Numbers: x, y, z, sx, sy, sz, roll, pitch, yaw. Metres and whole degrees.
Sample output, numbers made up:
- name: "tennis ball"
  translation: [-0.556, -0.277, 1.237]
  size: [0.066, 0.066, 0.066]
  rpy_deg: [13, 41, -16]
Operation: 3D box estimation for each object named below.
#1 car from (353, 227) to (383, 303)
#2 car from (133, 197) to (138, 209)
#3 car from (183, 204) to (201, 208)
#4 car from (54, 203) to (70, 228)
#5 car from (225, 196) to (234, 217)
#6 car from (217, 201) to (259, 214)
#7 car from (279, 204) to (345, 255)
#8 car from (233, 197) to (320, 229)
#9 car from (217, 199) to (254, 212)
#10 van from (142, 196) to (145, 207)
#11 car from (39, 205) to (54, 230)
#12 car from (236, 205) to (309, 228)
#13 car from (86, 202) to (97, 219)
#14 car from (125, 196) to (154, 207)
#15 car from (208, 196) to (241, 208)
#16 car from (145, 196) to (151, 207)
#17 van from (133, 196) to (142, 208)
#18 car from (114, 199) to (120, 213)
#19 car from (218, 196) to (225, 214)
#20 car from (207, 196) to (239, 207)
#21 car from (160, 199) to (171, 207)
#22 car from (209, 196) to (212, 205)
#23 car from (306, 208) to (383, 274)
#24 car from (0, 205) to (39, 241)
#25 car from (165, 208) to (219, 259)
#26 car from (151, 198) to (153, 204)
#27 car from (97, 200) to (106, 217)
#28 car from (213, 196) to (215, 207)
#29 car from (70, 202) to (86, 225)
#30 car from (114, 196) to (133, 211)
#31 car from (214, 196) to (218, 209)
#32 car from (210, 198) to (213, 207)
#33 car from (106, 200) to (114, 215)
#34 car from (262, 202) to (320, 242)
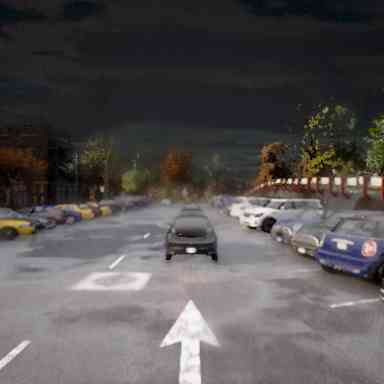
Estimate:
- name: "car"
  translation: [5.920, 1.554, 6.358]
  size: [4.892, 1.521, 2.231]
  rpy_deg: [1, 0, -20]
- name: "car"
  translation: [-10.997, 1.974, 49.179]
  size: [4.892, 1.521, 2.231]
  rpy_deg: [-1, 0, -20]
- name: "car"
  translation: [0.005, 1.774, 28.209]
  size: [2.128, 1.511, 4.902]
  rpy_deg: [0, 0, 1]
- name: "car"
  translation: [-11.044, 1.740, 22.528]
  size: [4.792, 1.488, 2.163]
  rpy_deg: [-1, 0, -20]
- name: "car"
  translation: [5.963, 1.511, 27.525]
  size: [5.566, 2.045, 2.435]
  rpy_deg: [1, -1, -20]
- name: "car"
  translation: [5.912, 1.940, 42.614]
  size: [4.792, 1.488, 2.163]
  rpy_deg: [1, 0, -20]
- name: "car"
  translation: [5.951, 1.487, 12.411]
  size: [4.553, 1.767, 2.185]
  rpy_deg: [1, 0, -20]
- name: "car"
  translation: [5.904, 1.450, 21.458]
  size: [5.566, 2.045, 2.435]
  rpy_deg: [1, 0, -20]
- name: "car"
  translation: [5.918, 1.814, 45.639]
  size: [4.553, 1.767, 2.185]
  rpy_deg: [1, -1, -20]
- name: "van"
  translation: [-11.101, 1.834, 58.007]
  size: [4.442, 1.987, 1.878]
  rpy_deg: [-1, 0, -20]
- name: "car"
  translation: [-11.024, 1.682, 19.579]
  size: [4.892, 1.521, 2.231]
  rpy_deg: [-1, -1, -20]
- name: "car"
  translation: [5.899, 1.761, 24.479]
  size: [4.792, 1.488, 2.163]
  rpy_deg: [1, 0, -20]
- name: "car"
  translation: [-11.185, 1.767, 28.390]
  size: [5.366, 1.575, 1.946]
  rpy_deg: [-1, 0, -20]
- name: "car"
  translation: [-11.004, 1.920, 69.868]
  size: [5.566, 2.045, 2.435]
  rpy_deg: [-1, 0, -20]
- name: "car"
  translation: [5.941, 1.835, 60.738]
  size: [5.566, 2.045, 2.435]
  rpy_deg: [1, 0, -20]
- name: "car"
  translation: [-10.968, 1.835, 61.025]
  size: [5.566, 2.045, 2.435]
  rpy_deg: [-1, -1, -20]
- name: "van"
  translation: [-11.105, 1.805, 55.048]
  size: [4.442, 1.987, 1.878]
  rpy_deg: [-1, 0, -20]
- name: "car"
  translation: [-10.983, 1.886, 37.353]
  size: [4.792, 1.488, 2.163]
  rpy_deg: [-1, -1, -20]
- name: "car"
  translation: [5.906, 1.570, 33.553]
  size: [5.566, 2.045, 2.435]
  rpy_deg: [1, 0, -20]
- name: "car"
  translation: [5.985, 1.865, 63.798]
  size: [5.566, 2.045, 2.435]
  rpy_deg: [1, -1, -20]
- name: "car"
  translation: [-5.009, 2.158, 64.309]
  size: [1.812, 1.442, 4.674]
  rpy_deg: [0, -1, 1]
- name: "car"
  translation: [5.991, 1.933, 57.739]
  size: [4.553, 1.767, 2.185]
  rpy_deg: [1, 0, -20]
- name: "car"
  translation: [5.888, 1.456, 9.373]
  size: [4.553, 1.767, 2.185]
  rpy_deg: [1, -1, -20]
- name: "car"
  translation: [-10.855, 1.647, 16.696]
  size: [5.366, 1.575, 1.946]
  rpy_deg: [-1, -1, -20]
- name: "car"
  translation: [-0.008, 1.640, 13.200]
  size: [1.837, 1.490, 4.892]
  rpy_deg: [0, 0, 1]
- name: "car"
  translation: [-10.964, 1.864, 63.984]
  size: [5.566, 2.045, 2.435]
  rpy_deg: [-1, -1, -20]
- name: "car"
  translation: [-11.012, 1.798, 31.424]
  size: [5.008, 1.535, 2.097]
  rpy_deg: [-1, 0, -20]
- name: "car"
  translation: [5.912, 1.844, 48.668]
  size: [4.553, 1.767, 2.185]
  rpy_deg: [1, -1, -20]
- name: "car"
  translation: [-11.014, 1.739, 25.494]
  size: [5.008, 1.535, 2.097]
  rpy_deg: [-1, -1, -20]
- name: "car"
  translation: [-11.030, 1.819, 46.205]
  size: [4.553, 1.767, 2.185]
  rpy_deg: [-1, -1, -20]
- name: "car"
  translation: [5.971, 1.630, 39.615]
  size: [5.566, 2.045, 2.435]
  rpy_deg: [1, -1, -20]
- name: "car"
  translation: [5.958, 2.001, 51.687]
  size: [4.892, 1.521, 2.231]
  rpy_deg: [1, 0, -20]
- name: "car"
  translation: [-11.179, 1.826, 34.307]
  size: [5.366, 1.575, 1.946]
  rpy_deg: [-1, 0, -20]
- name: "car"
  translation: [5.948, 1.517, 15.438]
  size: [4.553, 1.767, 2.185]
  rpy_deg: [1, 0, -20]
